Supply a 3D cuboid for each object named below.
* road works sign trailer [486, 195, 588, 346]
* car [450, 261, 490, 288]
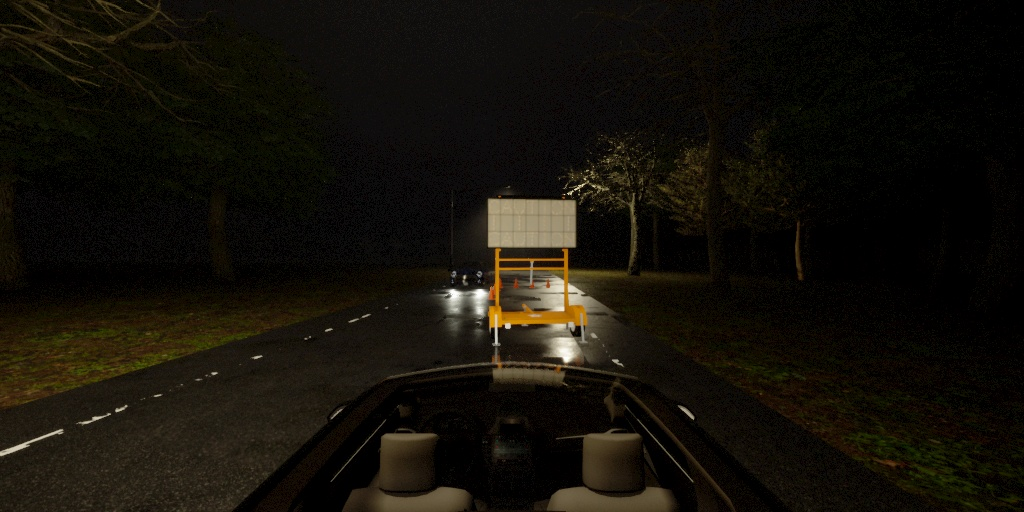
[{"bbox_3d":[0.504,0.212,9.513,2.380,3.560,2.880,0,0,-6],"label":"road works sign trailer"},{"bbox_3d":[-2.709,1.103,23.767,2.097,1.767,4.553,0,0,2],"label":"car"}]
